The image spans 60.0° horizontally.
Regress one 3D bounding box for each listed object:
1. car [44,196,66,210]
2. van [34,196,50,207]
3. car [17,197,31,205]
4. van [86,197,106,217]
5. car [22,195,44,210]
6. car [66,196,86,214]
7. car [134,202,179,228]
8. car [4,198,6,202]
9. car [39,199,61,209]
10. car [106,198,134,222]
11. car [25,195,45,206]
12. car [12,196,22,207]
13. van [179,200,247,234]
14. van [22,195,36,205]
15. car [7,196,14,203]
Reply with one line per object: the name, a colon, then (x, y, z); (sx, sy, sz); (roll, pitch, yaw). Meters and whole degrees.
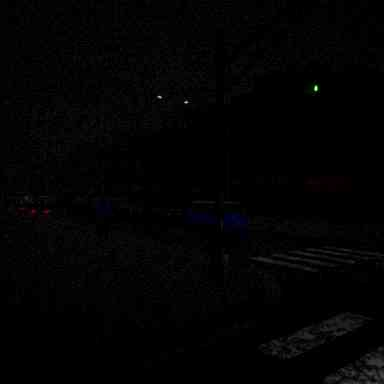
car: (-18.026, 1.449, 45.201); (2.192, 1.841, 5.009); (0, 0, -36)
van: (-24.441, 1.511, 54.076); (1.690, 1.788, 3.998); (0, 0, -36)
car: (-34.162, 1.749, 67.526); (1.752, 1.417, 4.829); (0, 0, -36)
van: (-8.403, 1.422, 31.888); (1.690, 1.788, 3.998); (0, 0, -36)
car: (-21.246, 1.490, 45.325); (2.097, 1.767, 4.553); (0, 0, -36)
car: (-11.611, 1.413, 36.323); (2.192, 1.841, 5.009); (0, 0, -36)
car: (-1.988, 1.488, 23.013); (1.967, 1.590, 4.097); (0, 0, -36)
car: (-43.785, 1.802, 80.839); (1.752, 1.417, 4.829); (0, 0, -36)
car: (-21.233, 1.703, 49.638); (2.008, 1.369, 4.403); (0, 0, -36)
car: (-5.195, 1.504, 27.451); (1.967, 1.590, 4.097); (0, 0, -36)
car: (-27.648, 1.502, 58.513); (2.192, 1.841, 5.009); (0, 0, -36)
car: (-27.104, 1.772, 53.425); (1.895, 1.301, 4.718); (0, 0, -36)
van: (1.219, 1.374, 18.576); (1.690, 1.788, 3.998); (0, 0, -36)
van: (-30.856, 1.546, 62.951); (1.690, 1.788, 3.998); (0, 0, -36)
car: (-40.478, 1.698, 76.264); (1.967, 1.590, 4.097); (0, 0, -36)
